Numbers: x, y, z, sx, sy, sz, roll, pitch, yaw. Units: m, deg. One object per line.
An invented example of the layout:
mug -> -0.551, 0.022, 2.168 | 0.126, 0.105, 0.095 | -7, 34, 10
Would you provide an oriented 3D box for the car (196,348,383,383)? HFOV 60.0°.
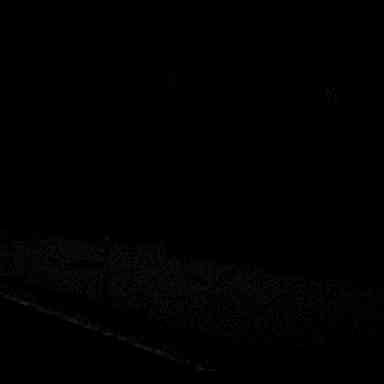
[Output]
car -> 1.742, 1.565, 1.567 | 4.313, 1.339, 1.947 | 0, 0, 36
